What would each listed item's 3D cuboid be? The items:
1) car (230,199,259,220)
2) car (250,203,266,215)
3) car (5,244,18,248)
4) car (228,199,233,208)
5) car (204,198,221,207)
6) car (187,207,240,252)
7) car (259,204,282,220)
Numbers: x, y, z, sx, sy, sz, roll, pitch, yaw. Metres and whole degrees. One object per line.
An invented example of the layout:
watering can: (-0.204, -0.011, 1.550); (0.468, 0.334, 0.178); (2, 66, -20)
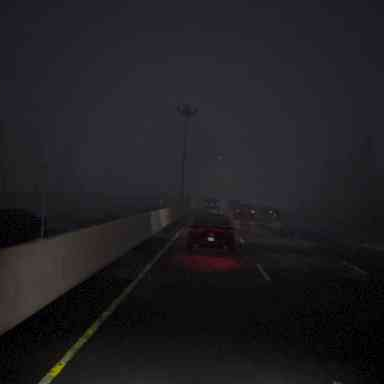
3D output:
car: (5.668, 2.044, 36.513); (2.097, 1.767, 4.553); (3, 0, 3)
car: (10.213, 2.589, 51.585); (1.882, 1.535, 5.008); (3, 0, 6)
car: (-6.576, 1.178, 10.733); (1.882, 1.535, 5.008); (3, -1, 3)
car: (6.954, 2.158, 54.141); (2.150, 2.045, 5.566); (3, -1, 7)
car: (2.820, 1.839, 47.020); (2.150, 2.045, 5.566); (3, 0, 4)
car: (0.885, 1.675, 15.139); (1.882, 1.535, 5.008); (3, 0, 3)
car: (9.324, 2.443, 39.278); (1.837, 1.490, 4.892); (3, -1, 3)
